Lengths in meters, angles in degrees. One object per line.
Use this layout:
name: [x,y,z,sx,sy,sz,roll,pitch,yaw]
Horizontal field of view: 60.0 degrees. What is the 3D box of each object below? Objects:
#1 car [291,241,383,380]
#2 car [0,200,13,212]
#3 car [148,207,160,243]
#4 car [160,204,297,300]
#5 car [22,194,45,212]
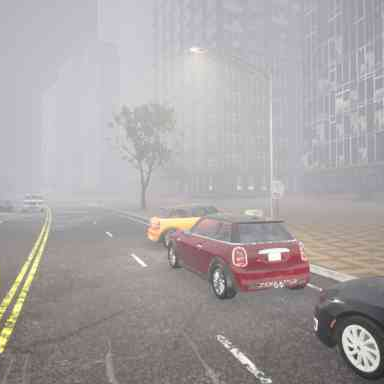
car: [3.629,1.505,3.334,1.837,1.490,4.892,0,0,-35]
car: [-21.705,1.602,38.048,1.994,1.385,4.181,0,0,-24]
car: [0.426,1.276,14.369,4.553,1.767,2.097,-3,1,-18]
car: [0.905,1.355,8.810,2.097,1.767,4.553,0,0,-22]
car: [-18.722,1.262,39.338,2.150,2.045,5.566,0,0,-24]
